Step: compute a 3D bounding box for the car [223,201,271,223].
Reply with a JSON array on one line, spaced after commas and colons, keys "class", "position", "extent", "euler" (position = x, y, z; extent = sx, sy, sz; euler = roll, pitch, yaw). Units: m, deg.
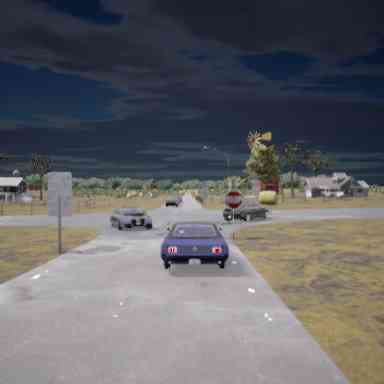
[{"class": "car", "position": [4.389, 1.490, 25.952], "extent": [1.837, 1.490, 4.892], "euler": [-3, 0, 42]}]

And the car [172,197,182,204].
[{"class": "car", "position": [-3.205, 1.712, 70.814], "extent": [1.994, 1.385, 4.181], "euler": [0, 0, -1]}]

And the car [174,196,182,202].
[{"class": "car", "position": [-3.296, 1.701, 81.080], "extent": [1.837, 1.490, 4.892], "euler": [0, 0, -1]}]

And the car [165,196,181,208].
[{"class": "car", "position": [-3.098, 1.699, 51.468], "extent": [1.895, 1.301, 4.718], "euler": [0, 0, -1]}]

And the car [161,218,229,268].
[{"class": "car", "position": [0.085, 1.615, 11.275], "extent": [1.895, 1.301, 4.718], "euler": [0, 0, 0]}]

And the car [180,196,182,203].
[{"class": "car", "position": [-3.158, 1.629, 60.753], "extent": [1.837, 1.490, 4.892], "euler": [0, 0, 0]}]

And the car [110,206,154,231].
[{"class": "car", "position": [-3.816, 1.596, 20.717], "extent": [1.994, 1.385, 4.181], "euler": [0, 0, -23]}]
